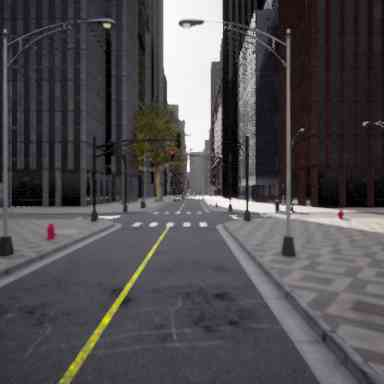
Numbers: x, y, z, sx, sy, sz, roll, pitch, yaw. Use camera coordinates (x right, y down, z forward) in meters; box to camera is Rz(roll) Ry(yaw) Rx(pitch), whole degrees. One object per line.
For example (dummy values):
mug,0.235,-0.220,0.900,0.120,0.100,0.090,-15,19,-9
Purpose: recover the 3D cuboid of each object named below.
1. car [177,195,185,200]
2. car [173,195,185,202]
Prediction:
car,-2.932,1.458,88.218,1.895,1.301,4.718,0,0,0
car,-2.946,1.438,70.009,2.033,1.411,5.357,0,0,0
